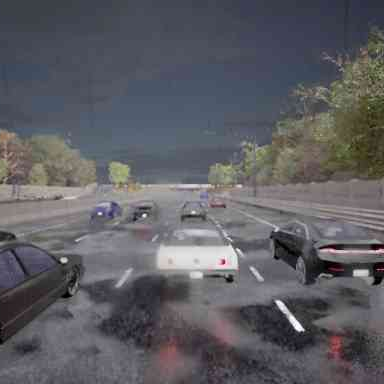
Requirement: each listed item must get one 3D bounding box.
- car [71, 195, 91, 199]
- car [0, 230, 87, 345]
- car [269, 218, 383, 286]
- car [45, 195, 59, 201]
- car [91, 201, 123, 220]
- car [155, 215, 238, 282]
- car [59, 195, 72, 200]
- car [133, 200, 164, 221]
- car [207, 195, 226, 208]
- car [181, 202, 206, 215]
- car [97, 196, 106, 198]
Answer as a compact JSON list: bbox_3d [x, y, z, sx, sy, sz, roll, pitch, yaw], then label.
[{"bbox_3d":[-20.995,1.374,64.647,2.033,1.411,5.357,0,0,0],"label":"car"},{"bbox_3d":[-3.401,1.532,5.395,2.033,1.411,5.357,0,0,0],"label":"car"},{"bbox_3d":[3.501,1.463,9.324,2.128,1.511,4.902,0,0,0],"label":"car"},{"bbox_3d":[-27.995,1.292,67.248,1.882,1.535,5.008,0,0,0],"label":"car"},{"bbox_3d":[-6.899,1.453,27.215,1.812,1.442,4.674,0,0,0],"label":"car"},{"bbox_3d":[0.104,1.574,9.663,1.895,1.301,4.718,0,0,0],"label":"car"},{"bbox_3d":[-24.495,1.338,67.248,1.812,1.442,4.674,0,0,0],"label":"car"},{"bbox_3d":[-3.396,1.434,26.138,1.837,1.490,4.892,0,0,0],"label":"car"},{"bbox_3d":[3.503,1.442,45.964,1.994,1.385,4.181,0,0,0],"label":"car"},{"bbox_3d":[0.104,1.491,26.911,1.994,1.385,4.181,0,0,0],"label":"car"},{"bbox_3d":[-17.499,1.391,64.798,1.994,1.385,4.181,0,0,0],"label":"car"}]
